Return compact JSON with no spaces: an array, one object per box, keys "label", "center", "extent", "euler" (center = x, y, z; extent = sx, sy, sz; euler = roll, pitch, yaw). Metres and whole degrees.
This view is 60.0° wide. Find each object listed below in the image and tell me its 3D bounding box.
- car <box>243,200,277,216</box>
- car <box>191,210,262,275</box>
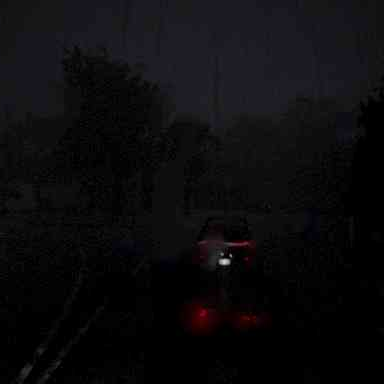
[{"label":"car","center":[7.274,1.593,35.922],"extent":[2.097,1.767,4.553],"euler":[0,0,-17]},{"label":"car","center":[1.148,1.539,10.659],"extent":[2.128,1.511,4.902],"euler":[0,0,8]}]
